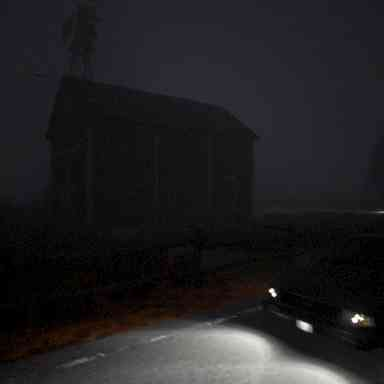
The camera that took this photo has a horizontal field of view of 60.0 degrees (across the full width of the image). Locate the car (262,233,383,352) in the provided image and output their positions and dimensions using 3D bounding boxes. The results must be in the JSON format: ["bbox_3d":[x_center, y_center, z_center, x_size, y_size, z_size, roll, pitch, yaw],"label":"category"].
[{"bbox_3d":[3.777,1.527,6.310,5.357,1.411,2.033,0,0,-35],"label":"car"}]
